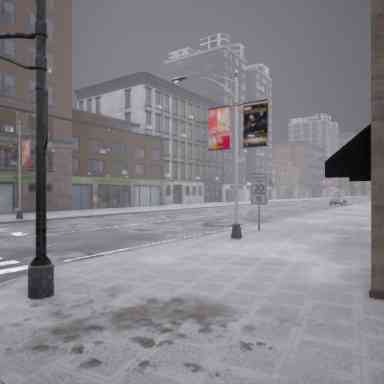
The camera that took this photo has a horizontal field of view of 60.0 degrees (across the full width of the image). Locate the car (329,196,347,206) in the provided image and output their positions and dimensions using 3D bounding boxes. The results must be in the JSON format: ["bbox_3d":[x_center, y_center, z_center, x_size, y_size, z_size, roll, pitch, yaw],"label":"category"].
[{"bbox_3d":[22.651,1.376,51.518,2.033,1.411,5.357,0,0,34],"label":"car"}]
